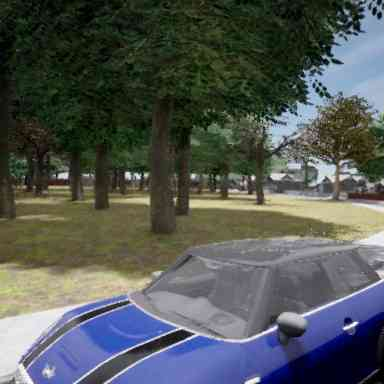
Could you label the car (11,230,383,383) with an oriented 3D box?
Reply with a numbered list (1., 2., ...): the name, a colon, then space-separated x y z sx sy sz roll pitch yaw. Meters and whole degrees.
1. car: 0.533 1.396 3.745 4.553 1.767 2.097 1 -1 -39
